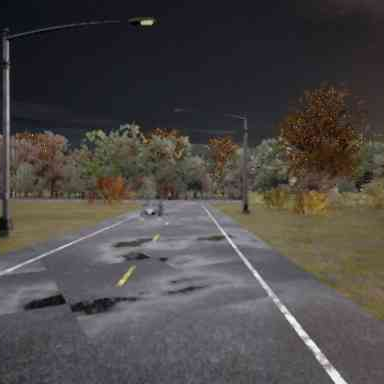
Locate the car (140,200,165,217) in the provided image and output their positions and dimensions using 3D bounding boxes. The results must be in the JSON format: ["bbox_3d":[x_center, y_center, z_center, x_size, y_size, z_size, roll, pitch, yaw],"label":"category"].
[{"bbox_3d":[-3.595,1.470,30.799,2.128,1.511,4.902,0,0,0],"label":"car"}]
